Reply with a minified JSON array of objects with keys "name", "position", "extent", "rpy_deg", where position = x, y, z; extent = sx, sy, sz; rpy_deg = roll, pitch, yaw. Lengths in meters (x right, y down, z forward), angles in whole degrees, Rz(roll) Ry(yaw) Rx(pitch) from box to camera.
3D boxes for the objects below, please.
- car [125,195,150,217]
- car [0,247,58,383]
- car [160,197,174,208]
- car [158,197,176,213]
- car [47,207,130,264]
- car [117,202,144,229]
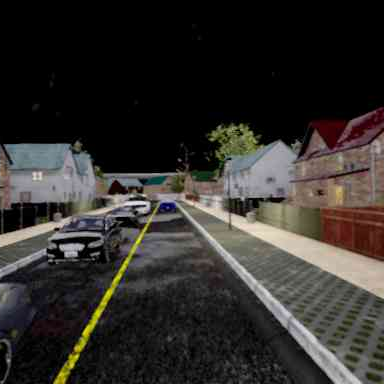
[{"name":"car","position":[-5.307,1.296,32.792],"extent":[2.150,2.045,5.566],"rpy_deg":[-1,0,-4]},{"name":"car","position":[-2.992,1.604,2.368],"extent":[2.033,1.411,5.357],"rpy_deg":[-1,0,-3]},{"name":"car","position":[-3.671,1.501,48.986],"extent":[1.882,1.535,5.008],"rpy_deg":[-1,0,-5]},{"name":"car","position":[-2.766,1.498,37.607],"extent":[1.882,1.535,5.008],"rpy_deg":[-1,0,-5]},{"name":"car","position":[-3.719,1.556,12.131],"extent":[2.128,1.511,4.902],"rpy_deg":[-1,0,-5]},{"name":"car","position":[-4.509,1.635,22.162],"extent":[1.994,1.385,4.181],"rpy_deg":[-1,0,-5]}]
